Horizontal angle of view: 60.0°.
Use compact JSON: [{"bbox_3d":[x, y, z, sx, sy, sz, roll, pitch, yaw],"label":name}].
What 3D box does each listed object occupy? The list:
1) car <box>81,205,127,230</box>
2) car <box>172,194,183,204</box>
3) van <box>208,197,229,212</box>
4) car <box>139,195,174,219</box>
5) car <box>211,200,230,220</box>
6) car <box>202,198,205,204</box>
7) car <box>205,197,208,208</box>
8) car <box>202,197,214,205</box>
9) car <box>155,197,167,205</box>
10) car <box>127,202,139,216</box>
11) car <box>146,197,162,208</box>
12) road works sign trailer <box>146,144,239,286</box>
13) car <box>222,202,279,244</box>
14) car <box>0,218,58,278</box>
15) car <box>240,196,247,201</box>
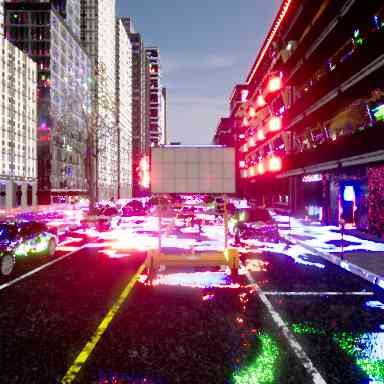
[{"bbox_3d":[-5.636,1.531,21.093,1.752,1.417,4.829,0,0,0],"label":"car"},{"bbox_3d":[-2.834,1.619,64.393,1.994,1.385,4.181,0,0,0],"label":"car"},{"bbox_3d":[2.773,1.355,32.306,1.690,1.788,3.998,0,0,0],"label":"van"},{"bbox_3d":[-3.022,1.363,29.216,2.097,1.767,4.553,0,0,0],"label":"car"},{"bbox_3d":[2.759,1.591,26.774,1.802,1.307,4.206,0,0,0],"label":"car"},{"bbox_3d":[2.816,1.578,48.904,2.008,1.369,4.403,0,0,0],"label":"car"},{"bbox_3d":[2.787,1.458,37.839,1.967,1.590,4.097,0,0,0],"label":"car"},{"bbox_3d":[2.844,1.591,59.970,2.008,1.369,4.403,0,0,0],"label":"car"},{"bbox_3d":[-5.536,1.585,59.992,1.887,1.381,4.507,0,0,0],"label":"car"},{"bbox_3d":[-5.607,1.596,32.329,1.802,1.307,4.206,0,0,0],"label":"car"},{"bbox_3d":[-5.565,1.553,48.756,1.752,1.417,4.829,0,0,0],"label":"car"},{"bbox_3d":[0.024,0.465,9.385,2.380,3.560,2.880,0,0,0],"label":"road works sign trailer"},{"bbox_3d":[2.730,1.443,15.708,1.967,1.590,4.097,0,0,0],"label":"car"},{"bbox_3d":[-5.664,1.546,10.197,1.887,1.381,4.507,0,0,0],"label":"car"},{"bbox_3d":[13.631,1.410,79.348,4.403,1.369,2.008,-1,1,0],"label":"car"}]
